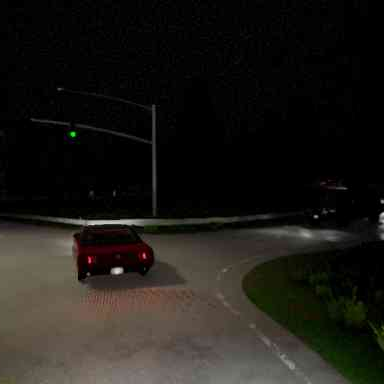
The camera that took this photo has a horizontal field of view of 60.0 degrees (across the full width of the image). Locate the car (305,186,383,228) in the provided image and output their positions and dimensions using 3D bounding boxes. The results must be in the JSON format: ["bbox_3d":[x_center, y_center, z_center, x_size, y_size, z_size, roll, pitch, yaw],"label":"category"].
[{"bbox_3d":[9.495,0.948,20.639,5.566,2.045,2.150,-3,1,-31],"label":"car"}]

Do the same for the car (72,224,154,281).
[{"bbox_3d":[-2.642,1.645,10.209,1.895,1.301,4.718,0,0,-22],"label":"car"}]

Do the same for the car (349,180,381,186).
[{"bbox_3d":[19.830,-0.299,36.911,1.882,1.535,5.008,-1,5,0],"label":"car"}]

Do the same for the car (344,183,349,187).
[{"bbox_3d":[22.731,-0.896,45.099,2.033,1.411,5.357,0,5,-1],"label":"car"}]

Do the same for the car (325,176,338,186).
[{"bbox_3d":[23.361,-1.862,55.694,2.128,1.511,4.902,0,5,20],"label":"car"}]
